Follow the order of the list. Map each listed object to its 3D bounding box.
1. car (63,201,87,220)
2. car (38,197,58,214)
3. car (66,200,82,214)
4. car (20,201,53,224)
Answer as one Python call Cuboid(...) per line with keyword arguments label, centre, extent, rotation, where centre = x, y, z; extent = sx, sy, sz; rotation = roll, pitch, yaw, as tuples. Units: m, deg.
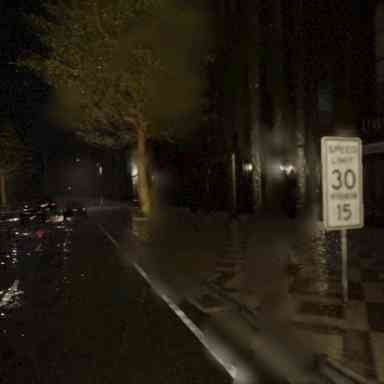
Cuboid(label="car", centre=(-11.183, 1.667, 31.832), extent=(2.097, 1.767, 4.553), rotation=(-2, 0, -19))
Cuboid(label="car", centre=(-18.337, 1.736, 42.071), extent=(2.150, 2.045, 5.566), rotation=(-2, 0, -20))
Cuboid(label="car", centre=(-15.463, 1.917, 43.707), extent=(1.882, 1.535, 5.008), rotation=(-2, 0, -19))
Cuboid(label="car", centre=(-13.393, 1.866, 28.431), extent=(2.128, 1.511, 4.902), rotation=(-2, 0, -20))
